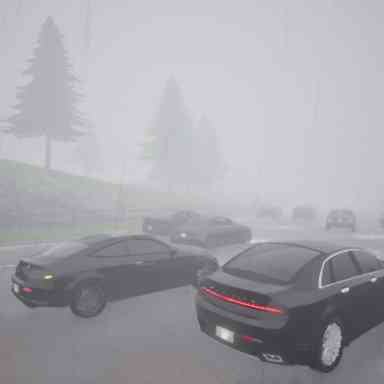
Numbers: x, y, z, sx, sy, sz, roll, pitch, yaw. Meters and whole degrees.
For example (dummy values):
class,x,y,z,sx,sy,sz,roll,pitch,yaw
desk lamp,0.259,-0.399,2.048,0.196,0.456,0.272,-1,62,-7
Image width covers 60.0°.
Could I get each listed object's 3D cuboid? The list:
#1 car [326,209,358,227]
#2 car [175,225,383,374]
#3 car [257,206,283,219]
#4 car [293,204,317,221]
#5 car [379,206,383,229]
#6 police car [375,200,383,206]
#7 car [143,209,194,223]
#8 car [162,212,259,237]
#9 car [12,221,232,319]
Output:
class,x,y,z,sx,sy,sz,roll,pitch,yaw
car,10.498,1.889,23.323,2.033,1.411,5.357,0,-1,27
car,2.226,1.588,5.838,4.892,1.490,1.837,1,0,-42
car,8.268,2.066,34.800,1.895,1.301,4.718,0,-1,25
car,11.188,1.936,32.828,1.882,1.535,5.008,0,-1,25
car,14.584,1.934,23.658,1.994,1.385,4.181,0,-1,26
police car,44.752,2.620,77.699,1.930,1.638,5.238,0,-1,25
car,-0.565,1.696,18.528,1.882,1.535,5.008,0,-1,38
car,0.960,1.749,14.963,1.994,1.385,4.181,0,-1,41
car,-1.429,1.608,7.549,4.674,1.442,1.812,1,-1,-40
